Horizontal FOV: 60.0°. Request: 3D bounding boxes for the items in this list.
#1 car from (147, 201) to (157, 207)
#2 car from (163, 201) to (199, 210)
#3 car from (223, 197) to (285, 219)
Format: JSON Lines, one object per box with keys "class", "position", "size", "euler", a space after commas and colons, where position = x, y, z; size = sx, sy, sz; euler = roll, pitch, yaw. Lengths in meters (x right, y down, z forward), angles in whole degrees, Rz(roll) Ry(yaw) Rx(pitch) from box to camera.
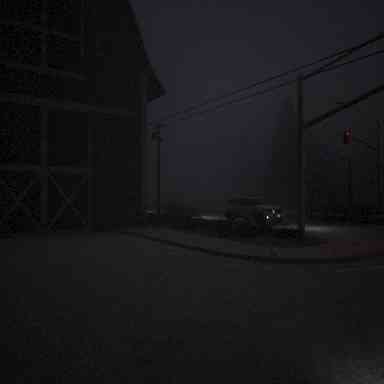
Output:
{"class": "car", "position": [-6.682, 1.924, 49.595], "size": [1.895, 1.301, 4.718], "euler": [0, 0, -34]}
{"class": "car", "position": [-1.214, 1.713, 35.264], "size": [1.882, 1.535, 5.008], "euler": [0, 0, -35]}
{"class": "car", "position": [4.772, 1.401, 26.533], "size": [2.150, 2.045, 5.566], "euler": [0, 0, -34]}
